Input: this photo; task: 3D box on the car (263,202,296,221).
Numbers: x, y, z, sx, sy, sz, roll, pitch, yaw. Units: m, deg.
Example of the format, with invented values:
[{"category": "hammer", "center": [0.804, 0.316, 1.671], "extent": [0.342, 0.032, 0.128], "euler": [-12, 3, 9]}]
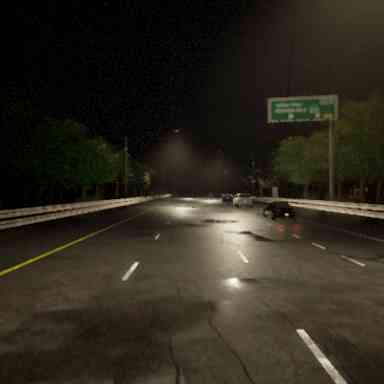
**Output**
[{"category": "car", "center": [7.038, 1.519, 26.950], "extent": [1.812, 1.442, 4.674], "euler": [0, 0, 0]}]

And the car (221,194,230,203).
[{"category": "car", "center": [7.125, 1.308, 68.087], "extent": [2.097, 1.767, 4.553], "euler": [0, 0, 0]}]

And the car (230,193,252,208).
[{"category": "car", "center": [7.082, 1.212, 46.971], "extent": [2.150, 2.045, 5.566], "euler": [0, 0, 0]}]
